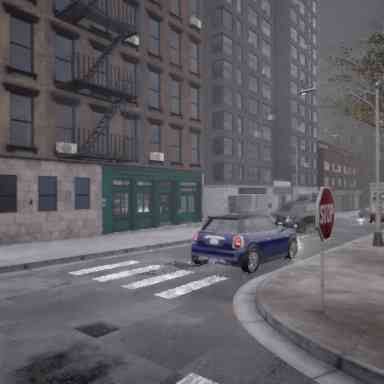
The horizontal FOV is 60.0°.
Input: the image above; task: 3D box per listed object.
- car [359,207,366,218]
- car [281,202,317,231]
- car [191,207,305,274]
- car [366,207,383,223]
[{"bbox_3d":[22.645,2.589,42.301,1.812,1.442,4.674,0,-2,39],"label":"car"},{"bbox_3d":[7.281,1.725,23.082,2.150,2.045,5.566,0,-2,39],"label":"car"},{"bbox_3d":[1.991,1.562,11.644,2.097,1.767,4.553,0,-1,38],"label":"car"},{"bbox_3d":[19.089,2.375,33.208,1.812,1.442,4.674,0,-2,38],"label":"car"}]
